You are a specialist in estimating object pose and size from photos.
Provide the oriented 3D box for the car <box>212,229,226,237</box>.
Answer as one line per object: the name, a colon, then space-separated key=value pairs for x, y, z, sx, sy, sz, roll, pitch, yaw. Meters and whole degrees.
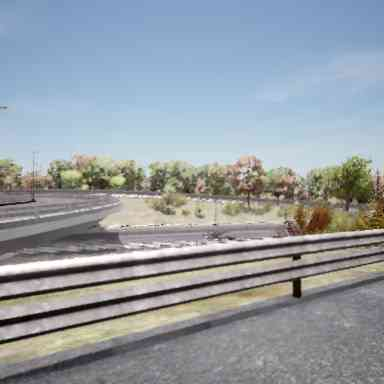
car: x=7.105 y=9.186 z=72.826 sx=5.566 sy=2.045 sz=2.150 roll=0 pitch=0 yaw=-17

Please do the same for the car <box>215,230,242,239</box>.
car: x=8.101 y=9.443 z=69.471 sx=5.008 sy=1.535 sz=1.882 roll=0 pitch=0 yaw=-17
